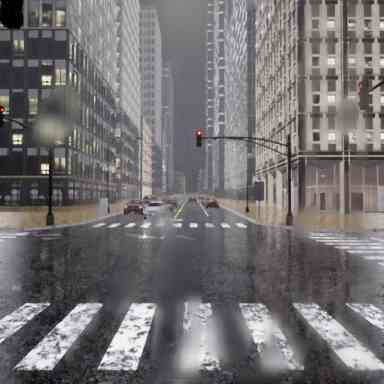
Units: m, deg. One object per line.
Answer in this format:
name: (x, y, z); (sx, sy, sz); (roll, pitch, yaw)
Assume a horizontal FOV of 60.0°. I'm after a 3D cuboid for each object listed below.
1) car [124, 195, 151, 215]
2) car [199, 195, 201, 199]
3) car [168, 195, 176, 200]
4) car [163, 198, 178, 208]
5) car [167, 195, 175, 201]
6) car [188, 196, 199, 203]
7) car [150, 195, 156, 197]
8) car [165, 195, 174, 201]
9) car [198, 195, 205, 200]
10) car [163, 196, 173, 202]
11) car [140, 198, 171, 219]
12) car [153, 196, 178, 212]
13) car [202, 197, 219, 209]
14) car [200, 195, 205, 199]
car: (-5.655, 1.453, 33.689); (1.967, 1.590, 4.097); (1, 0, 0)
car: (2.738, 1.589, 61.629); (1.947, 1.339, 4.313); (1, 0, 0)
car: (-5.623, 1.604, 95.016); (1.947, 1.339, 4.313); (1, 0, 0)
car: (-3.065, 1.619, 49.117); (1.895, 1.301, 4.718); (0, 0, 0)
car: (-5.626, 1.586, 89.440); (2.008, 1.369, 4.403); (1, 0, 0)
car: (0.123, 1.573, 70.400); (2.033, 1.411, 5.357); (0, 0, 0)
car: (-5.646, 1.332, 44.839); (2.192, 1.841, 5.009); (1, 0, 0)
car: (-5.629, 1.578, 83.865); (1.887, 1.381, 4.507); (1, 0, 0)
car: (2.758, 1.583, 95.092); (1.887, 1.381, 4.507); (1, 0, 0)
car: (-5.632, 1.581, 78.290); (2.008, 1.369, 4.403); (1, 0, 0)
car: (-3.088, 1.536, 29.160); (1.812, 1.442, 4.674); (0, 0, 0)
car: (-3.078, 1.562, 38.824); (2.033, 1.411, 5.357); (0, 0, 0)
car: (2.728, 1.599, 44.896); (1.802, 1.307, 4.206); (1, 0, 0)
car: (2.737, 1.547, 56.222); (1.752, 1.417, 4.829); (1, 0, 0)
